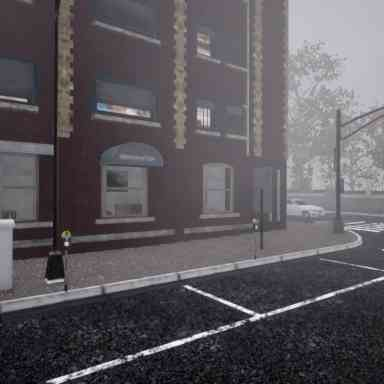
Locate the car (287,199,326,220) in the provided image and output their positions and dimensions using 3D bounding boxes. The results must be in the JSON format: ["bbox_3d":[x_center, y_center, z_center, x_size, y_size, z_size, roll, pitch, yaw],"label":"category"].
[{"bbox_3d":[8.018,1.256,25.821,1.812,1.442,4.674,0,1,-36],"label":"car"}]
